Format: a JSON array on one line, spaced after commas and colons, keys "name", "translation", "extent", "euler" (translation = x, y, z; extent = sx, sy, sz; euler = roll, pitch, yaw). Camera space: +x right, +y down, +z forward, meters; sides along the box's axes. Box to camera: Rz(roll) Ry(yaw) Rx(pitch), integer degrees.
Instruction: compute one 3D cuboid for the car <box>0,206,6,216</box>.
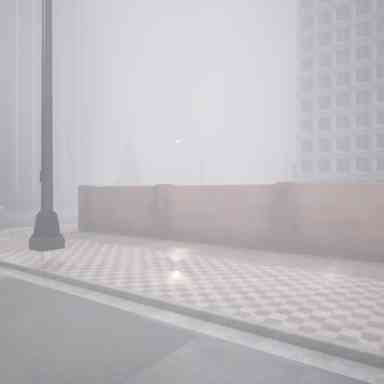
[{"name": "car", "translation": [-17.251, 1.525, 26.230], "extent": [1.812, 1.442, 4.674], "euler": [0, 0, 35]}]
